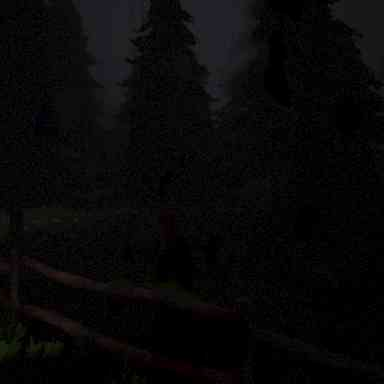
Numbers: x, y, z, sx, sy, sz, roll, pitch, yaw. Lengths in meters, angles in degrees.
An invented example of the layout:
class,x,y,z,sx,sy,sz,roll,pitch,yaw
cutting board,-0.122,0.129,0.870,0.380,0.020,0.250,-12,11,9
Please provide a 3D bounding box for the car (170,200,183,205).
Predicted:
class,x,y,z,sx,sy,sz,roll,pitch,yaw
car,-2.726,1.591,37.117,4.181,1.385,1.994,0,0,-13
